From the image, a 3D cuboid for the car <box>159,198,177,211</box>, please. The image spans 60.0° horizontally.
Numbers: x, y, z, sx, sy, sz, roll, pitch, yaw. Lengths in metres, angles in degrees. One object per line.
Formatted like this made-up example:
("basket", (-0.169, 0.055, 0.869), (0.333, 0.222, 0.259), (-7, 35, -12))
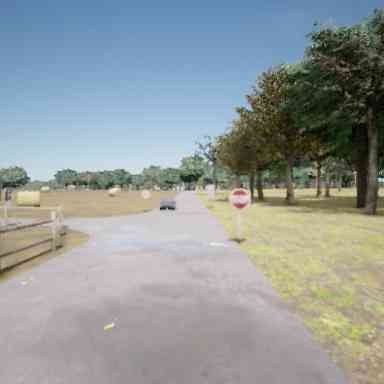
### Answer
("car", (-2.749, 1.419, 38.912), (2.033, 1.411, 5.357), (0, 1, 0))
